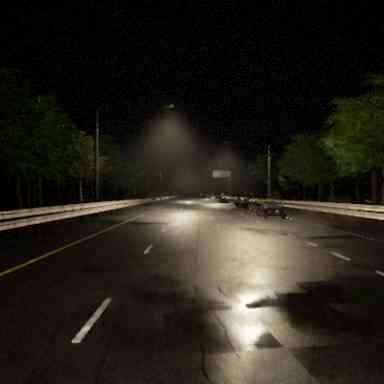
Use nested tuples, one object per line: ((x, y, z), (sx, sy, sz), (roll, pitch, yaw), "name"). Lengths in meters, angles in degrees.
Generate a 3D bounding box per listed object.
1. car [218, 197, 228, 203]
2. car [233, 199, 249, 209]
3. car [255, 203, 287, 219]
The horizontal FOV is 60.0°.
((7.352, 1.977, 78.562), (1.994, 1.385, 4.181), (0, 0, 1), "car")
((7.140, 1.723, 48.981), (2.128, 1.511, 4.902), (0, 0, 0), "car")
((7.054, 1.665, 29.952), (2.033, 1.411, 5.357), (0, 0, 0), "car")
